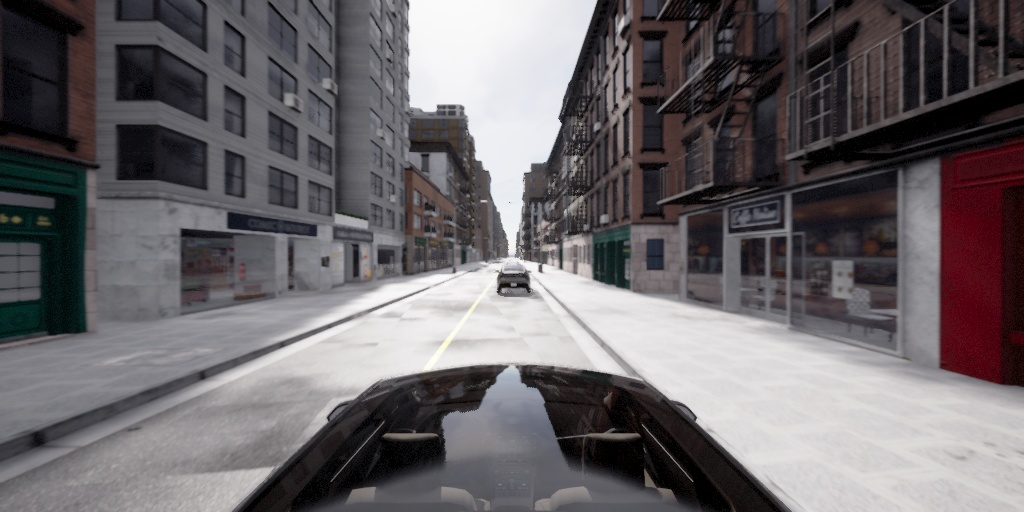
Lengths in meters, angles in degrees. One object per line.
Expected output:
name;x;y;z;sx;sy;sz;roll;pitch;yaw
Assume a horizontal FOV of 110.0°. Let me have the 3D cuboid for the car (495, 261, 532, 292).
car;0.092;1.251;21.281;1.837;1.490;4.892;0;0;0
